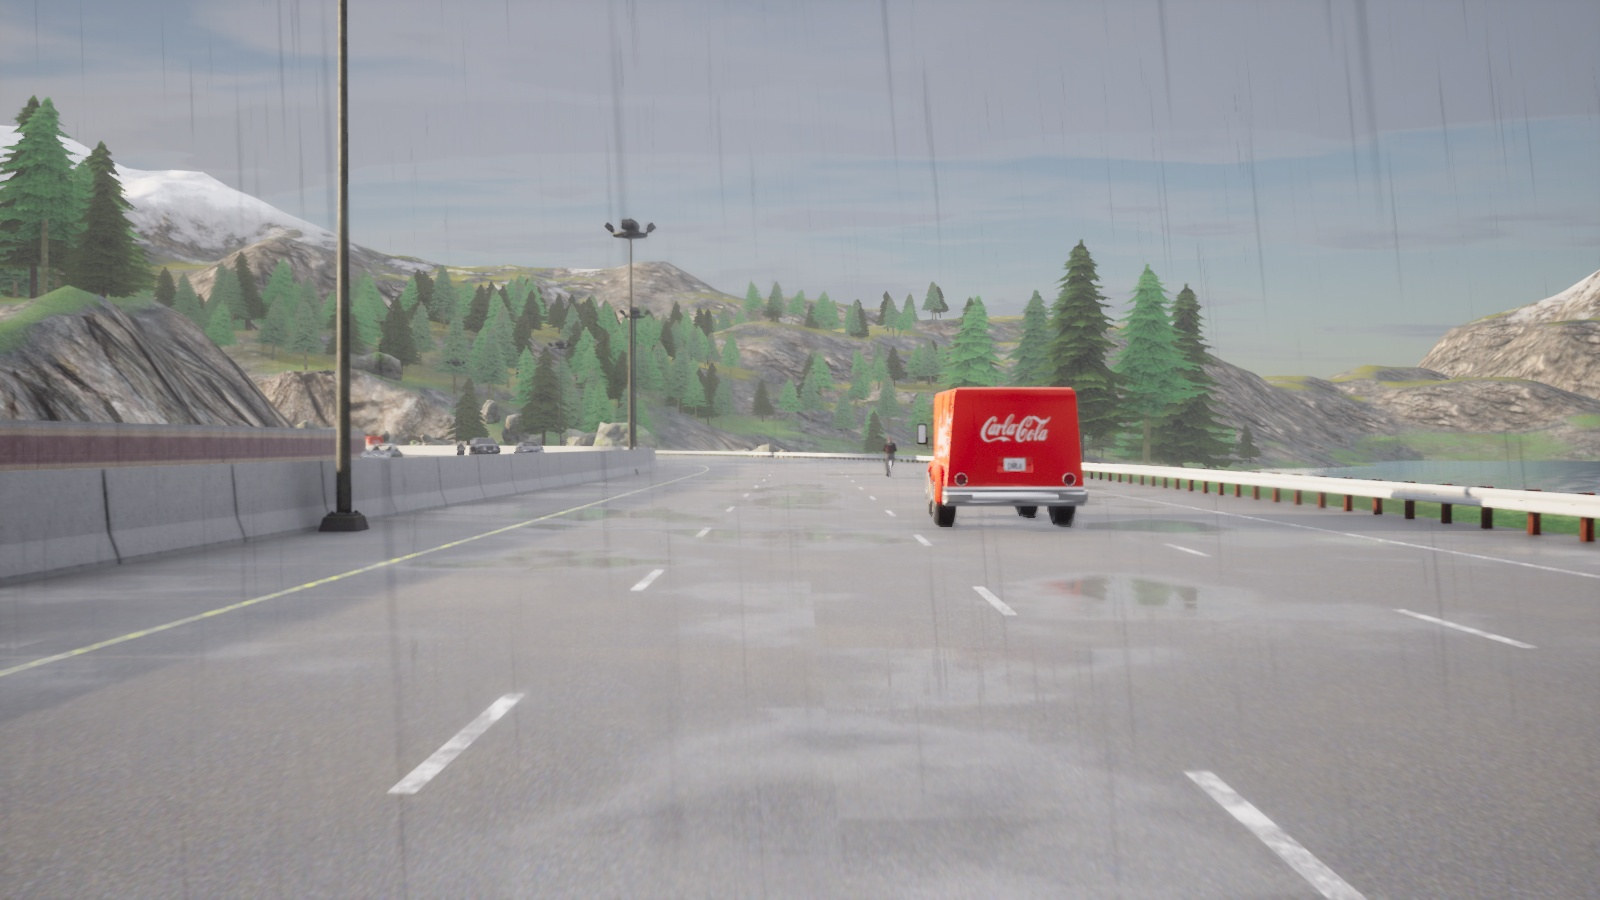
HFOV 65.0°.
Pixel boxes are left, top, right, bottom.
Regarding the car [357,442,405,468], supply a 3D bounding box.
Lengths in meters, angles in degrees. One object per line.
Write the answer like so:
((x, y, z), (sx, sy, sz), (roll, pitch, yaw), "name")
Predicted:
((-24.835, 0.272, 74.533), (1.970, 1.475, 3.806), (0, 0, -6), "car")

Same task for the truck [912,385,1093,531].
((3.653, 0.128, 23.841), (2.627, 2.467, 5.204), (0, 0, 0), "truck")
